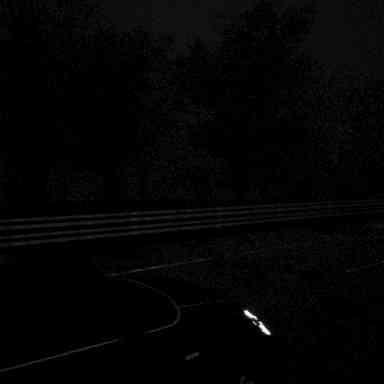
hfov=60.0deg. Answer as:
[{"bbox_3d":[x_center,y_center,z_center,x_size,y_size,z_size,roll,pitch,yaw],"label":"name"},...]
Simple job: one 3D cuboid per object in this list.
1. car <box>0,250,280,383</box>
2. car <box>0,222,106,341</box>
[{"bbox_3d":[-1.342,1.338,2.911,4.553,1.767,2.097,-1,1,-35],"label":"car"},{"bbox_3d":[-4.126,1.472,5.229,5.008,1.535,1.882,-1,1,-35],"label":"car"}]
